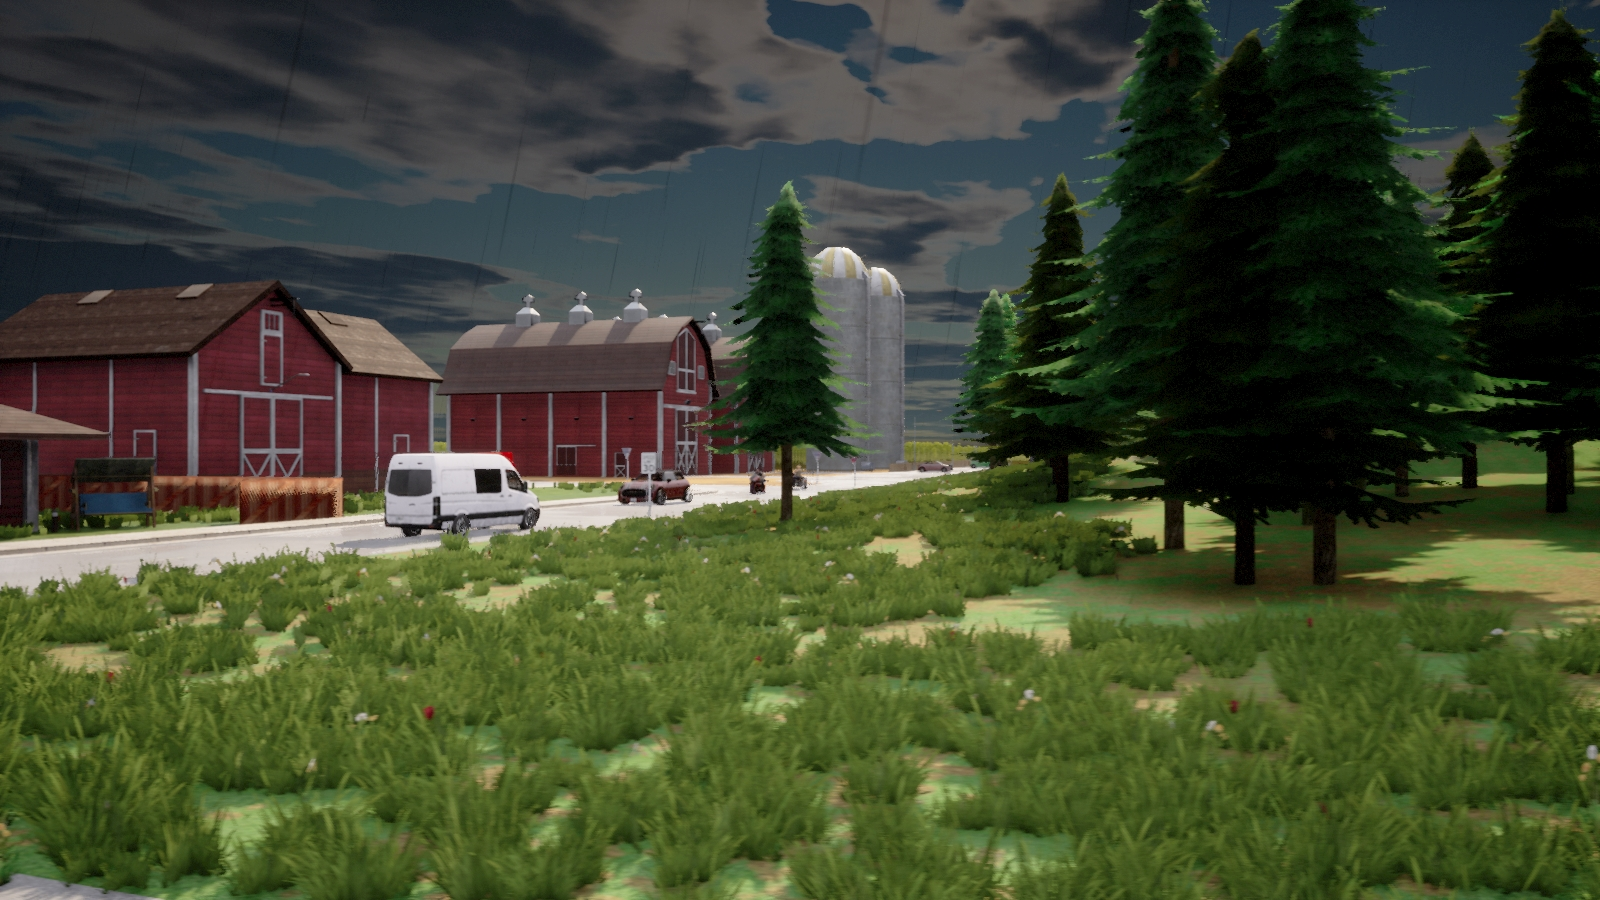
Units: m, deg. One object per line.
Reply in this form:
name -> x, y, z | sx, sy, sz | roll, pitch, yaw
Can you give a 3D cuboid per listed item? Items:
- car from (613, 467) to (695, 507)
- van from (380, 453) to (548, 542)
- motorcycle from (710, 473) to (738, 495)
car -> -7.085, 1.766, 55.903 | 2.097, 1.767, 4.553 | 0, 0, 20
van -> -10.494, 1.394, 36.271 | 1.988, 2.561, 5.915 | 0, 0, 20
motorcycle -> -4.579, 2.058, 69.206 | 0.867, 1.251, 2.209 | 0, 1, 20
